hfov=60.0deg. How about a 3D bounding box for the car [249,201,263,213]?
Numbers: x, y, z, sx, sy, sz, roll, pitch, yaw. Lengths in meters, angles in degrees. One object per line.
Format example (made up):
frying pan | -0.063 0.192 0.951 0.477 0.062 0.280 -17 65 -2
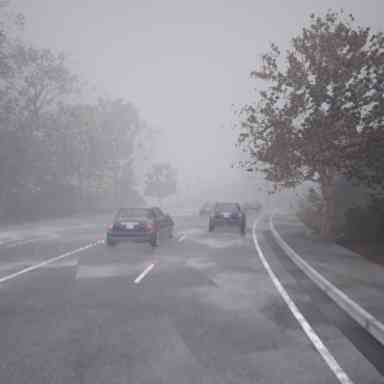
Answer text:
car | 6.917 1.640 37.878 1.895 1.301 4.718 -1 -1 19

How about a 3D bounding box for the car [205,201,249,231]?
car | 2.353 1.373 21.027 2.097 1.767 4.553 0 0 11

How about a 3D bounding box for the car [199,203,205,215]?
car | 2.123 1.641 34.312 1.994 1.385 4.181 -1 0 17

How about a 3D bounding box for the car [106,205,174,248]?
car | -2.173 1.386 15.145 2.097 1.767 4.553 0 0 7
